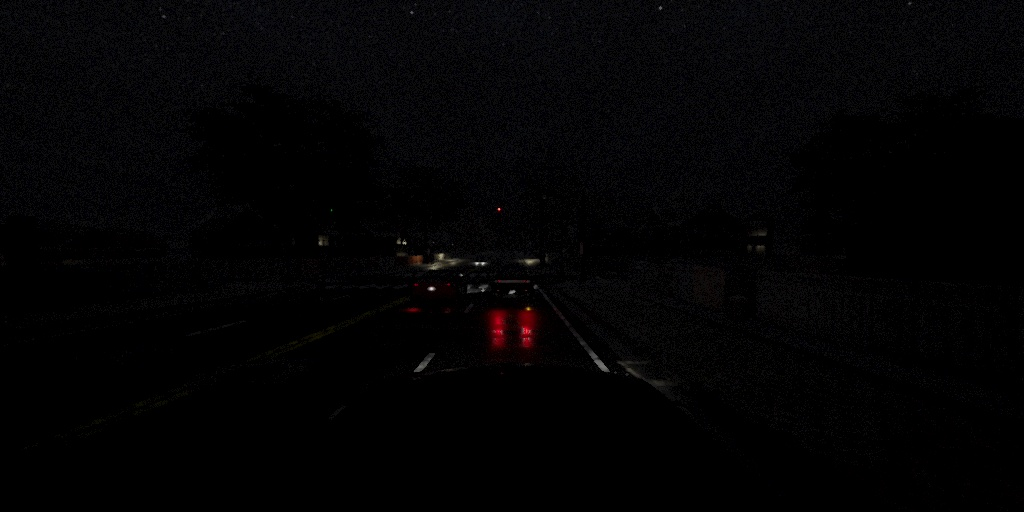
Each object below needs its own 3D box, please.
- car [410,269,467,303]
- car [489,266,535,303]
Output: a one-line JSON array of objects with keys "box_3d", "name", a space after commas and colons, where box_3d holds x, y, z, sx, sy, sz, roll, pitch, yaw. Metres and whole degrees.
[{"box_3d": [-3.250, 1.283, 16.498, 1.994, 1.385, 4.181, 0, 0, 0], "name": "car"}, {"box_3d": [0.000, 1.206, 16.497, 2.128, 1.511, 4.902, 0, 0, 0], "name": "car"}]
